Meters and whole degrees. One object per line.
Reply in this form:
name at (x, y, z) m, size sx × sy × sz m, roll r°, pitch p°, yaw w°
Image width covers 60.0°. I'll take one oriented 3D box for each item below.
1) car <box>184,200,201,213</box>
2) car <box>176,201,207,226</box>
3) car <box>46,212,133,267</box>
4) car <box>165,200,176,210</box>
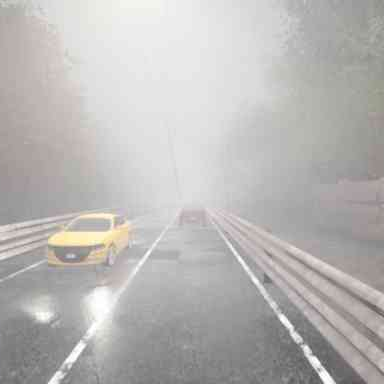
car at (0.093, 1.867, 43.232) m, size 2.128 × 1.511 × 4.902 m, roll 0°, pitch -1°, yaw 0°
car at (0.063, 1.597, 24.414) m, size 1.882 × 1.535 × 5.008 m, roll 0°, pitch 0°, yaw 0°
car at (-3.349, 1.505, 11.686) m, size 1.882 × 1.535 × 5.008 m, roll 0°, pitch 0°, yaw 0°
car at (-3.312, 2.081, 53.781) m, size 1.837 × 1.490 × 4.892 m, roll 0°, pitch -1°, yaw 0°
